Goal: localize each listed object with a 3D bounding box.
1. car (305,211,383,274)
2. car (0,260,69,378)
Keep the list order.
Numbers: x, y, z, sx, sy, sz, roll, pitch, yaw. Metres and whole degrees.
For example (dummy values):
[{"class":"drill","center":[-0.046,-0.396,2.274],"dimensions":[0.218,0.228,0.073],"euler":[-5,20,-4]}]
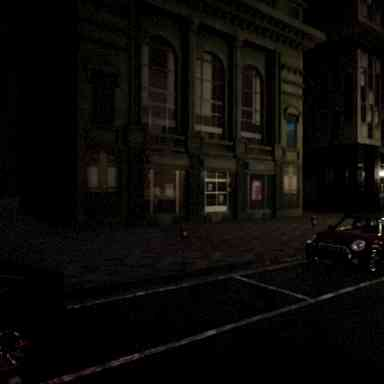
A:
[{"class":"car","center":[5.431,1.446,10.517],"dimensions":[4.097,1.590,1.967],"euler":[0,0,-35]},{"class":"car","center":[-3.747,1.565,3.972],"dimensions":[4.313,1.339,1.947],"euler":[0,0,-35]}]
